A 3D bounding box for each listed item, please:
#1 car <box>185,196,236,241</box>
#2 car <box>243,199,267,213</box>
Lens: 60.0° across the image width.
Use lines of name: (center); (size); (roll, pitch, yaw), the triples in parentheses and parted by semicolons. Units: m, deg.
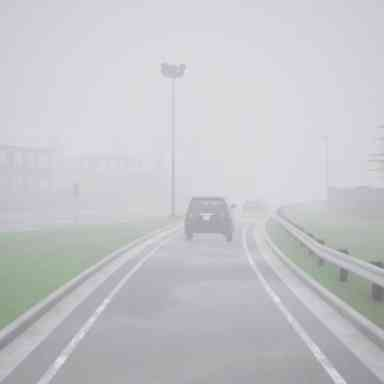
car: (1.025, 1.204, 16.936); (2.150, 2.045, 5.566); (0, 0, 9)
car: (6.978, 1.454, 36.484); (2.128, 1.511, 4.902); (0, 0, 24)
